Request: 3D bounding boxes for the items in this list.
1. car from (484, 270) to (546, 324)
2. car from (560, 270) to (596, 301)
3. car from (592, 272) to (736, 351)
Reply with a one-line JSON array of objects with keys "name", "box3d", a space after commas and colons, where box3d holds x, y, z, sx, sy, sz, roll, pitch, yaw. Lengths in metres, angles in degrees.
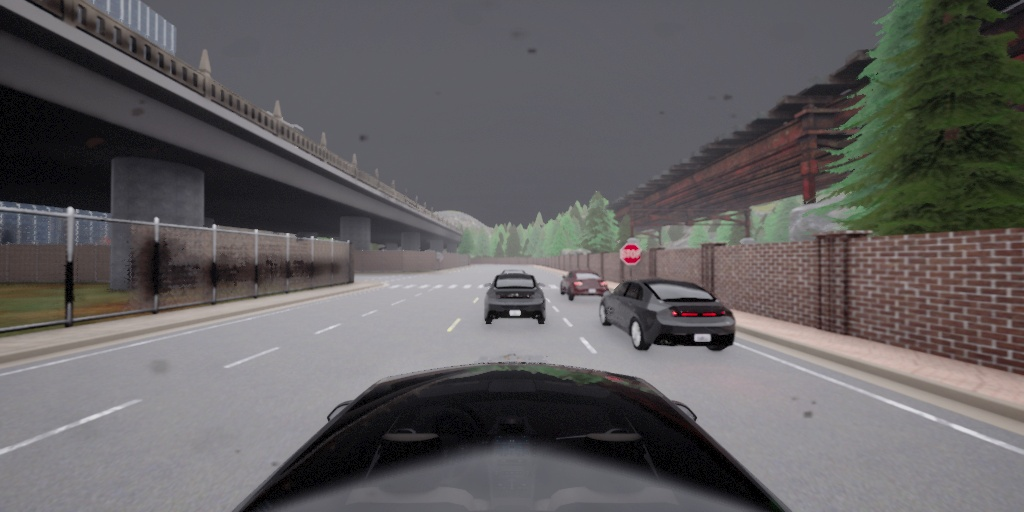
[{"name": "car", "box3d": [0.093, 1.355, 12.376, 1.837, 1.490, 4.892, 0, -1, 0]}, {"name": "car", "box3d": [3.620, 1.433, 18.422, 1.812, 1.442, 4.674, 0, -1, 0]}, {"name": "car", "box3d": [3.600, 1.325, 9.204, 1.837, 1.490, 4.892, 0, -1, 0]}]
